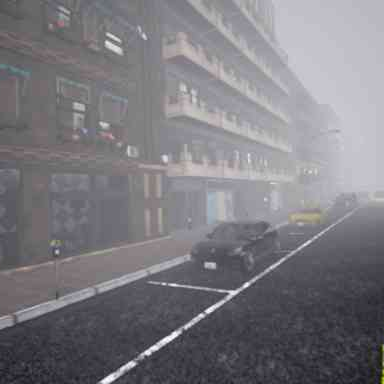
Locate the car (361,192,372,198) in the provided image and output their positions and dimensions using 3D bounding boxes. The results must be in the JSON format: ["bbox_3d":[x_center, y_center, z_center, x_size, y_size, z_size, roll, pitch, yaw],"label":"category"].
[{"bbox_3d":[38.813,0.655,74.108,1.887,1.381,4.507,-3,-1,31],"label":"car"}]

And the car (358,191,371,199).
[{"bbox_3d":[35.946,0.624,69.254,1.967,1.590,4.097,-3,-1,31],"label":"car"}]

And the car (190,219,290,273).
[{"bbox_3d":[1.596,1.616,10.996,1.947,1.339,4.313,-3,-1,31],"label":"car"}]

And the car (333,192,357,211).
[{"bbox_3d":[15.906,1.132,35.272,1.967,1.590,4.097,-3,-1,31],"label":"car"}]

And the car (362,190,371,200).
[{"bbox_3d":[33.079,0.572,64.400,2.192,1.841,5.009,-3,-1,31],"label":"car"}]

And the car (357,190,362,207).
[{"bbox_3d":[18.764,0.935,40.127,2.192,1.841,5.009,-3,-1,31],"label":"car"}]

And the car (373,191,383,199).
[{"bbox_3d":[37.208,0.604,66.100,1.837,1.490,4.892,-3,-1,31],"label":"car"}]

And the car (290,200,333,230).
[{"bbox_3d":[7.234,1.435,20.560,1.752,1.417,4.829,-3,-1,31],"label":"car"}]
